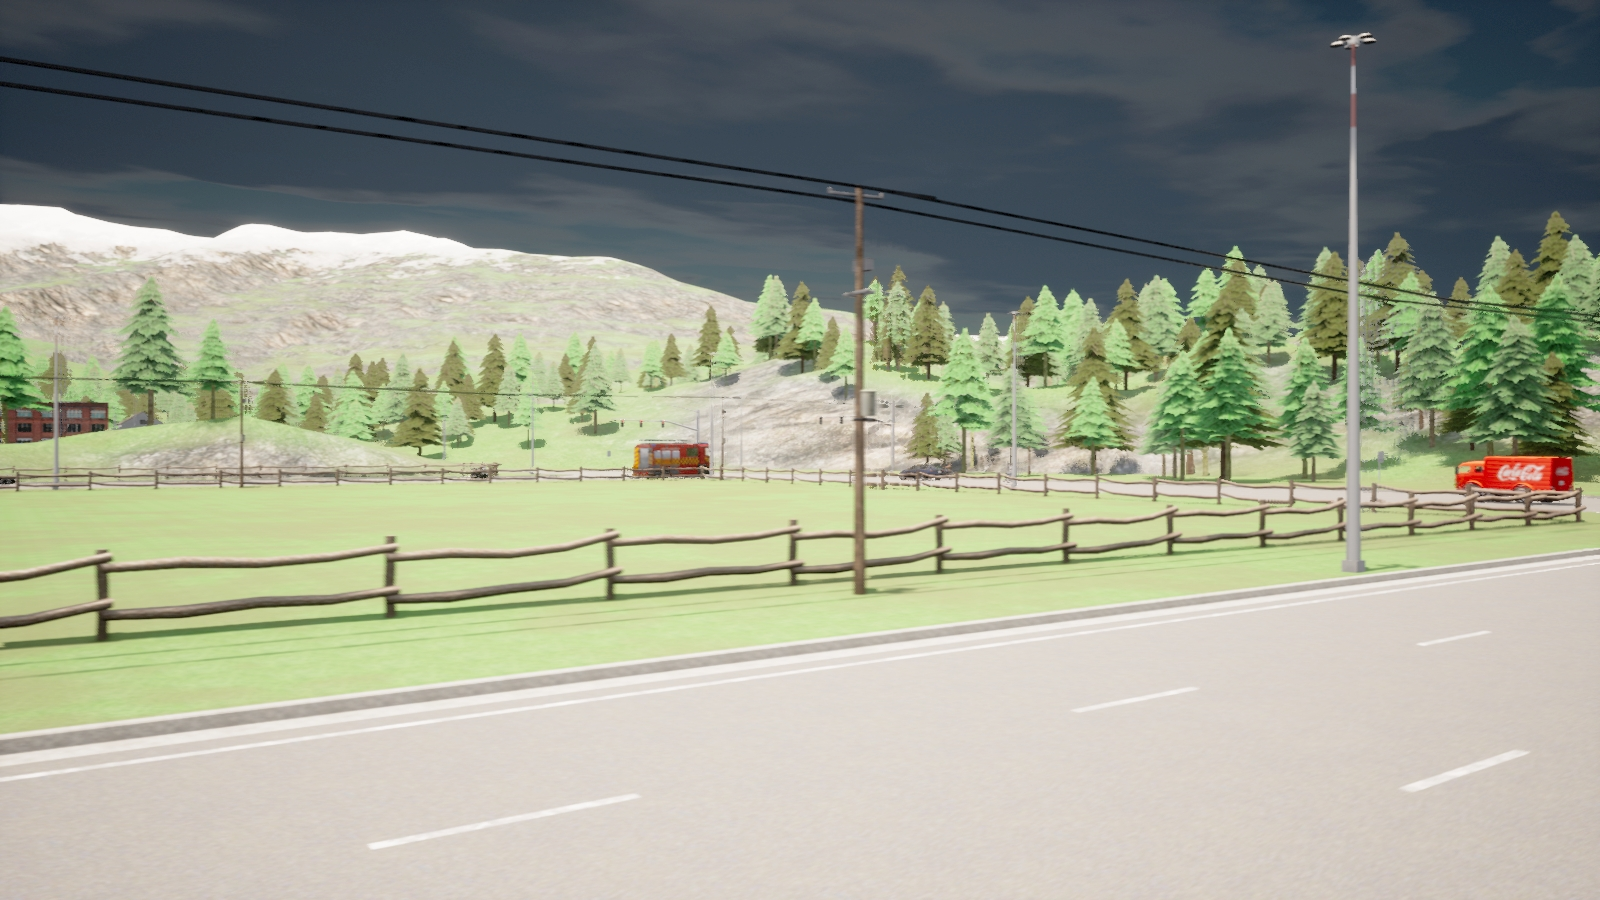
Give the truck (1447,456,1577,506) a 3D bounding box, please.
[{"bbox_3d":[37.661,1.571,60.583,2.627,2.467,5.204,0,0,-30],"label":"truck"}]
